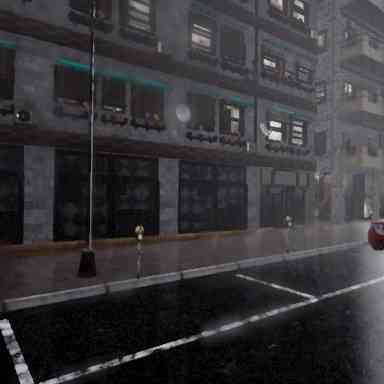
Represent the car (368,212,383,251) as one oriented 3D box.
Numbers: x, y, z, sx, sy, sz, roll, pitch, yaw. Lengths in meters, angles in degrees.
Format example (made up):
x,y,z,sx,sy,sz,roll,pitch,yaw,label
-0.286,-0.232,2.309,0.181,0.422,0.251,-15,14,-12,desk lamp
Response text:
x,y,z,sx,sy,sz,roll,pitch,yaw,label
8.863,1.317,12.859,5.009,1.841,2.192,0,1,-35,car
